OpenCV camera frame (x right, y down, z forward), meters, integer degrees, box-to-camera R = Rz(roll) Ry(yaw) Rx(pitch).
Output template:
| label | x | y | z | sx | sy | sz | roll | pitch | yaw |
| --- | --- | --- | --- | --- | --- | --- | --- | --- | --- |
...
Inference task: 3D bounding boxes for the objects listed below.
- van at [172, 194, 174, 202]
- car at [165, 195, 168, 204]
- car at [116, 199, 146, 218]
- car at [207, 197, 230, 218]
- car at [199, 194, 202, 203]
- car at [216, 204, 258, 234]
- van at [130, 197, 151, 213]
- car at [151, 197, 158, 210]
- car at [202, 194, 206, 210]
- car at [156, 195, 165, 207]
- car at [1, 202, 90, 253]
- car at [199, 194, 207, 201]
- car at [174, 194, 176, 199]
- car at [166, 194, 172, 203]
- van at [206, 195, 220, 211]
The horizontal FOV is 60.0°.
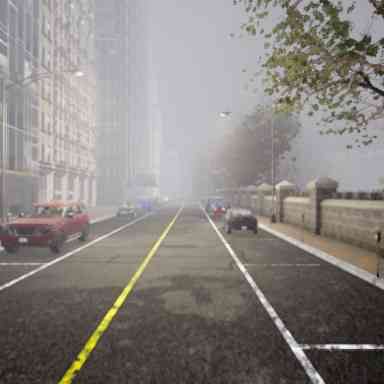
| label | x | y | z | sx | sy | sz | roll | pitch | yaw |
| --- | --- | --- | --- | --- | --- | --- | --- | --- | --- |
| van | -5.674 | 1.473 | 75.162 | 1.690 | 1.788 | 3.998 | 1 | 0 | 0 |
| car | -5.823 | 1.685 | 58.482 | 1.947 | 1.339 | 4.313 | 0 | 0 | 0 |
| car | -5.826 | 1.628 | 30.678 | 2.008 | 1.369 | 4.403 | 0 | 0 | 0 |
| car | 2.700 | 1.517 | 30.414 | 1.967 | 1.590 | 4.097 | 0 | 0 | 0 |
| car | 2.703 | 1.710 | 69.335 | 1.802 | 1.307 | 4.206 | 0 | 0 | 0 |
| car | 2.697 | 1.602 | 19.293 | 2.008 | 1.369 | 4.403 | 0 | 0 | 0 |
| van | -5.824 | 1.429 | 36.240 | 1.690 | 1.788 | 3.998 | 0 | 0 | 0 |
| car | -5.825 | 1.663 | 41.800 | 1.947 | 1.339 | 4.313 | 0 | 0 | 0 |
| car | 2.702 | 1.412 | 41.533 | 2.192 | 1.841 | 5.009 | 0 | 0 | 0 |
| car | -5.823 | 1.553 | 52.922 | 1.967 | 1.590 | 4.097 | 0 | 0 | 0 |
| car | -5.827 | 1.352 | 13.998 | 2.192 | 1.841 | 5.009 | 0 | 0 | 0 |
| car | 2.949 | 1.449 | 91.019 | 2.192 | 1.841 | 5.009 | 1 | 0 | 2 |
| car | -5.645 | 1.700 | 80.705 | 1.947 | 1.339 | 4.313 | 1 | 0 | 1 |
| car | -5.686 | 1.654 | 69.432 | 1.752 | 1.417 | 4.829 | 0 | 0 | 0 |
| van | 2.701 | 1.429 | 35.973 | 1.690 | 1.788 | 3.998 | 0 | 0 | 0 |
